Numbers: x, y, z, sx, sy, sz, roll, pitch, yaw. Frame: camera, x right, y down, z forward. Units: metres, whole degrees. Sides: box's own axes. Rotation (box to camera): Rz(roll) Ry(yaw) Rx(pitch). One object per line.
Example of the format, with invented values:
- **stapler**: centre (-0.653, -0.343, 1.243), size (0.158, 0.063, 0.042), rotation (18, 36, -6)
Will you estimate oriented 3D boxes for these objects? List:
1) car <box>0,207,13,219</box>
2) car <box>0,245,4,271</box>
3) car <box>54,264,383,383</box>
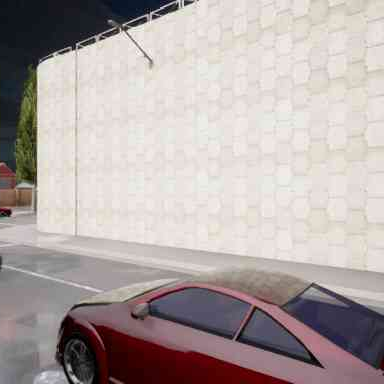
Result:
- **car**: centre (-17.082, 1.600, 26.670), size (1.895, 1.301, 4.718), rotation (0, 0, 37)
- **car**: centre (-6.788, 1.526, 8.811), size (4.674, 1.442, 1.812), rotation (0, 0, 35)
- **car**: centre (0.325, 1.564, 3.745), size (4.181, 1.385, 1.994), rotation (0, 0, 37)
